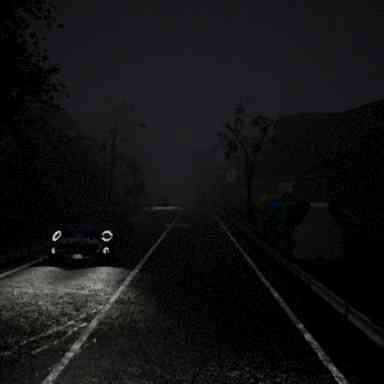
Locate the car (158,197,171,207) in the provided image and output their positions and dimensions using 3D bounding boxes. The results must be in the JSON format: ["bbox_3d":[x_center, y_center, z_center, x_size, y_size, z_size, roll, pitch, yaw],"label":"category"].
[{"bbox_3d":[-4.499,1.617,54.274,1.882,1.535,5.008,-1,0,-7],"label":"car"}]

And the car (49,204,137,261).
[{"bbox_3d":[-3.427,1.371,12.310,2.097,1.767,4.553,0,0,1],"label":"car"}]

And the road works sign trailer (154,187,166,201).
[{"bbox_3d":[-7.863,0.762,84.426,2.380,3.560,2.880,-8,-32,-29],"label":"road works sign trailer"}]
